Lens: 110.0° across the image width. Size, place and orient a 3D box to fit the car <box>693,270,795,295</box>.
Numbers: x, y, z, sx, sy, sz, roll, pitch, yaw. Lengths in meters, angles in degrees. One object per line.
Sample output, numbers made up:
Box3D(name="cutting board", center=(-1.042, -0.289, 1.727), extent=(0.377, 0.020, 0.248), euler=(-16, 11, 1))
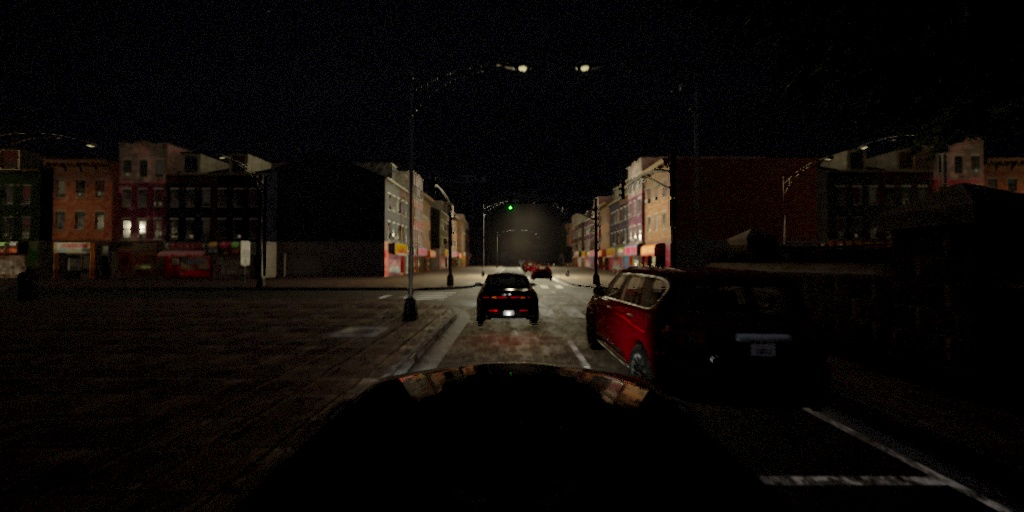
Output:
Box3D(name="car", center=(13.301, 1.507, 20.771), extent=(4.718, 1.301, 1.895), euler=(0, -1, 0))

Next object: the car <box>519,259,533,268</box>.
Box3D(name="car", center=(2.644, 1.432, 54.339), extent=(2.192, 1.841, 5.009), euler=(0, 0, 0))

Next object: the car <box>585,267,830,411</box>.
Box3D(name="car", center=(2.640, 1.091, 6.162), extent=(2.192, 1.841, 5.009), euler=(0, 0, 0))

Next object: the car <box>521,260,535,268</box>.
Box3D(name="car", center=(2.644, 1.618, 48.902), extent=(1.888, 1.381, 4.507), euler=(0, 0, 0))

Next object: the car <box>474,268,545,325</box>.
Box3D(name="car", center=(-0.210, 1.317, 12.184), extent=(1.837, 1.490, 4.892), euler=(0, 0, -3))

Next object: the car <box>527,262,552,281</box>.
Box3D(name="car", center=(2.642, 1.494, 32.591), extent=(1.888, 1.381, 4.507), euler=(0, 0, 0))
